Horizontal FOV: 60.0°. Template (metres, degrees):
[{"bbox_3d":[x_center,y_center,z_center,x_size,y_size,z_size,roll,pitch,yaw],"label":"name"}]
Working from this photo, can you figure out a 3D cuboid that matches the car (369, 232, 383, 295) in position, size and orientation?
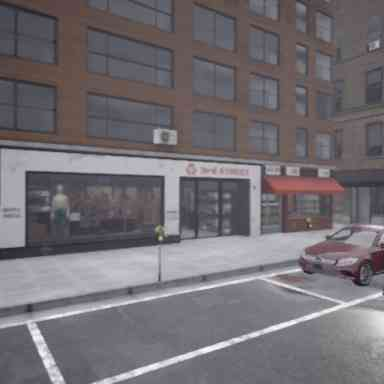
[{"bbox_3d":[5.898,1.598,6.999,4.181,1.385,1.994,0,0,-34],"label":"car"}]

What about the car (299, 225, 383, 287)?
[{"bbox_3d":[4.839,1.611,9.345,4.206,1.307,1.802,0,0,-34],"label":"car"}]
